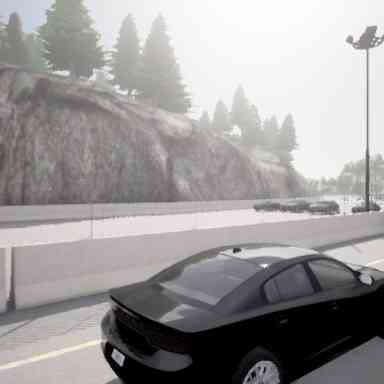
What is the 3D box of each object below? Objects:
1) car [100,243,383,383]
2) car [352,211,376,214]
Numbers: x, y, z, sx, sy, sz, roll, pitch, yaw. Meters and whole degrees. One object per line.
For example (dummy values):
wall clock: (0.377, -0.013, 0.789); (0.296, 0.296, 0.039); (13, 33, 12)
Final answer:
car: (1.244, 1.488, 4.804); (5.008, 1.535, 1.882); (0, 0, -37)
car: (18.093, 1.632, 34.414); (1.994, 1.385, 4.181); (0, 0, 43)
